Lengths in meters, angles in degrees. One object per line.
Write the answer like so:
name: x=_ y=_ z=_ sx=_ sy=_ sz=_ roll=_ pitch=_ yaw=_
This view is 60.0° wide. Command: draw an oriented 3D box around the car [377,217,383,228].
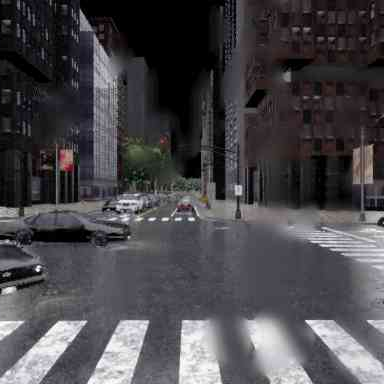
car: x=14.096 y=1.787 z=20.943 sx=4.181 sy=1.385 sz=1.994 roll=1 pitch=0 yaw=0

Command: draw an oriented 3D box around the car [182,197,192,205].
car: x=-0.909 y=1.603 z=60.658 sx=1.887 sy=1.381 sz=4.507 roll=0 pitch=0 yaw=-1

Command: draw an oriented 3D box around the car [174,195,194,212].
car: x=-0.711 y=1.448 z=38.959 sx=1.967 sy=1.590 sz=4.097 roll=0 pitch=0 yaw=-1

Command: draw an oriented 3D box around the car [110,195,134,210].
car: x=-9.285 y=1.335 z=44.310 sx=2.192 sy=1.841 sz=5.009 roll=0 pitch=0 yaw=-1

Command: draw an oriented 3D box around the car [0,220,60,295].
car: x=-5.827 y=1.515 z=8.075 sx=5.357 sy=1.411 sz=2.033 roll=1 pitch=0 yaw=33

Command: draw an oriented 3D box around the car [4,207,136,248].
car: x=-5.351 y=1.500 z=14.087 sx=5.357 sy=1.411 sz=2.033 roll=1 pitch=0 yaw=0

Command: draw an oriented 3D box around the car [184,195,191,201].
car: x=-1.157 y=1.574 z=87.782 sx=1.967 sy=1.590 sz=4.097 roll=0 pitch=0 yaw=-1

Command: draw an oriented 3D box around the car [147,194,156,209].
car: x=-6.627 y=1.375 z=45.547 sx=2.097 sy=1.767 sz=4.553 roll=0 pitch=0 yaw=0

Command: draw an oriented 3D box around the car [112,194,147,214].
car: x=-6.540 y=1.223 z=35.522 sx=2.150 sy=2.045 sz=5.566 roll=0 pitch=0 yaw=-1

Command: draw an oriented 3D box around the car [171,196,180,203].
car: x=-3.803 y=1.694 z=75.790 sx=1.895 sy=1.301 sz=4.718 roll=0 pitch=0 yaw=-1

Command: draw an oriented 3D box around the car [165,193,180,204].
car: x=-3.614 y=1.562 z=65.602 sx=2.128 sy=1.511 sz=4.902 roll=0 pitch=0 yaw=0

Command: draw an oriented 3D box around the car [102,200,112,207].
car: x=-9.235 y=1.574 z=38.884 sx=1.947 sy=1.339 sz=4.313 roll=0 pitch=0 yaw=-1

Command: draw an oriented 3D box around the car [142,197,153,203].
car: x=-9.533 y=1.668 z=71.439 sx=1.802 sy=1.307 sz=4.206 roll=0 pitch=0 yaw=-1

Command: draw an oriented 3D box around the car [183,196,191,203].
car: x=-1.009 y=1.612 z=71.677 sx=1.752 sy=1.417 sz=4.829 roll=0 pitch=0 yaw=-1

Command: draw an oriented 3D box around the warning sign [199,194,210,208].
warning sign: x=1.567 y=1.131 z=42.650 sx=1.300 sy=1.860 sz=1.060 roll=0 pitch=0 yaw=-1

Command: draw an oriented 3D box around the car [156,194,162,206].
car: x=-6.709 y=1.398 z=55.748 sx=2.097 sy=1.767 sz=4.553 roll=0 pitch=0 yaw=0

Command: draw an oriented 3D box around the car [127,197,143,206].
car: x=-9.382 y=1.570 z=54.991 sx=1.752 sy=1.417 sz=4.829 roll=0 pitch=0 yaw=-1

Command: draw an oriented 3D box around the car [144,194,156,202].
car: x=-9.583 y=1.417 z=76.865 sx=2.192 sy=1.841 sz=5.009 roll=0 pitch=0 yaw=-1

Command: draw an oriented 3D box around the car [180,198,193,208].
car: x=-0.809 y=1.614 z=49.808 sx=1.802 sy=1.307 sz=4.206 roll=0 pitch=0 yaw=-1
